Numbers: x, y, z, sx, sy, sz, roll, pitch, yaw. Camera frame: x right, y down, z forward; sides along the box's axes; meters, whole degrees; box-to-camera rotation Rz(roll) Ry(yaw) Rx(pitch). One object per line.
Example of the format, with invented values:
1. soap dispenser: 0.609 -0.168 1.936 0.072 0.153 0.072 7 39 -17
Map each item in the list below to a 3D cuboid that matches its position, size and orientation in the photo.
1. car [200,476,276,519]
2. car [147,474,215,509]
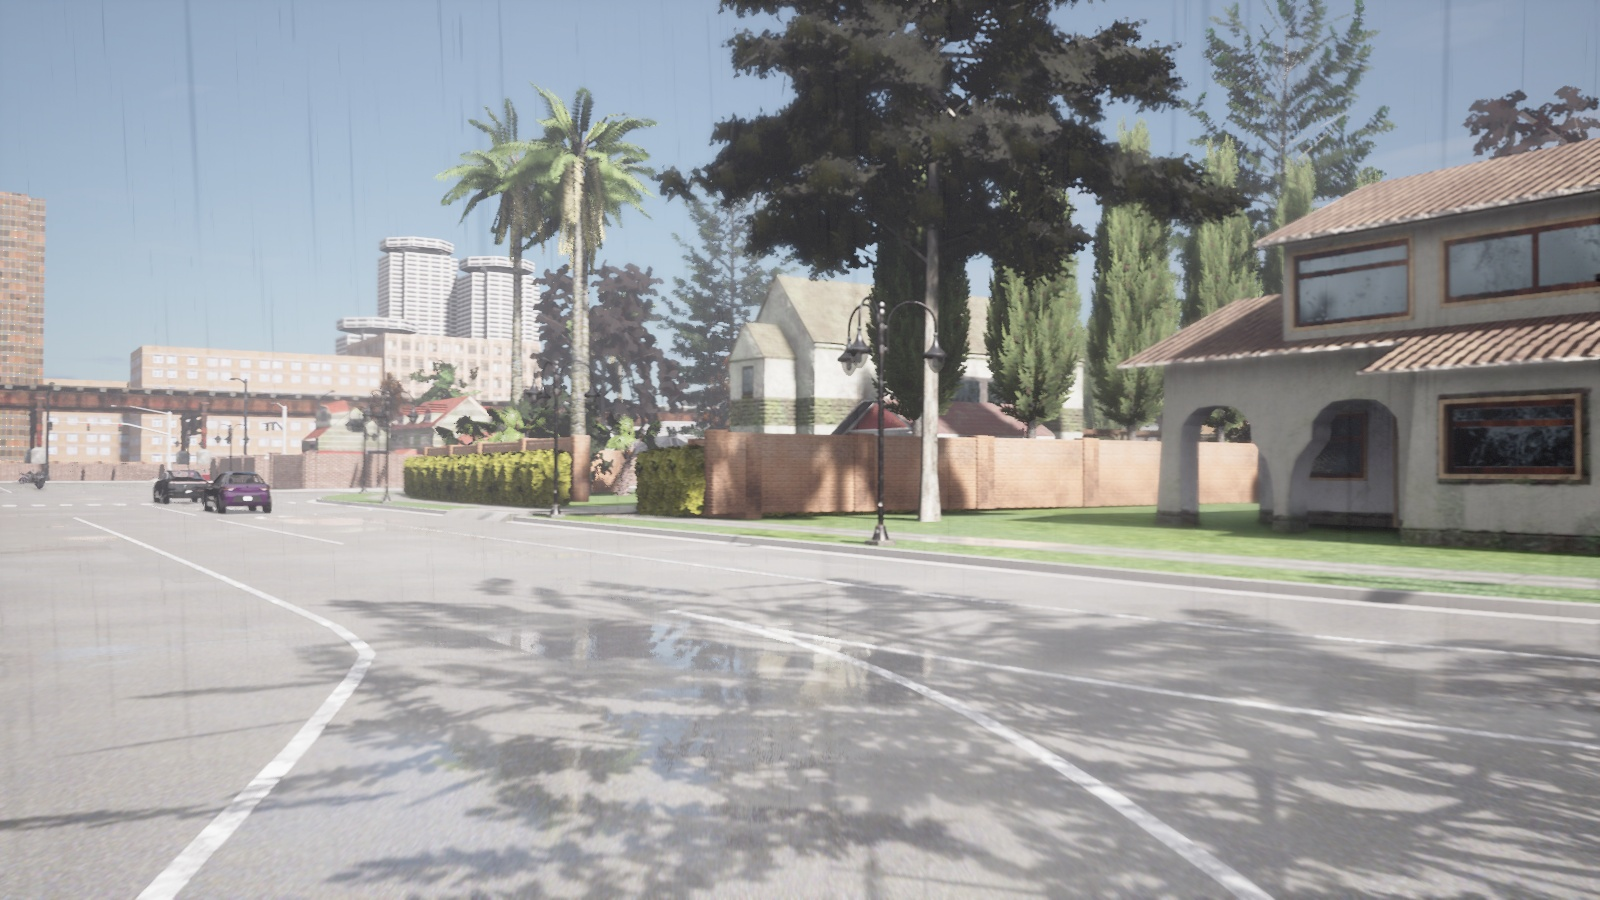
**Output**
1. car: -20.406 1.676 45.502 1.816 1.474 4.193 0 -1 -34
2. car: -28.217 1.847 57.174 2.128 1.511 4.902 0 -1 -34
